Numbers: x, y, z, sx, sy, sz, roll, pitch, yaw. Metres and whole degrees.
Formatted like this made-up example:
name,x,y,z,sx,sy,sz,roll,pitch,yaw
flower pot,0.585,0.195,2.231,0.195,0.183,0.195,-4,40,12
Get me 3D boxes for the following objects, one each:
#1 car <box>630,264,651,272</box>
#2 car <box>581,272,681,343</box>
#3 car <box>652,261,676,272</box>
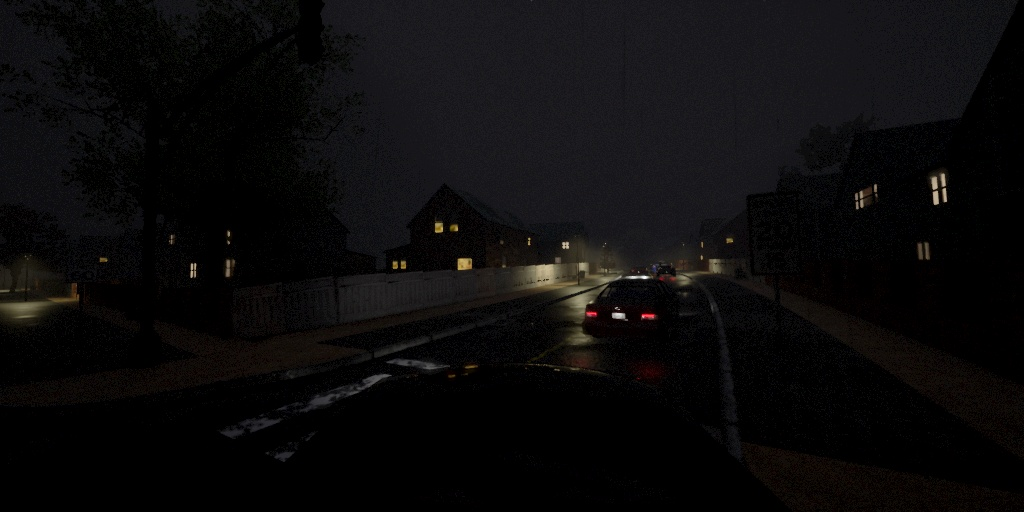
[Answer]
name,x,y,z,sx,sy,sz,roll,pitch,yaw
car,15.259,1.669,43.104,1.994,1.385,4.181,-2,-1,20
car,3.471,1.327,9.844,2.033,1.411,5.357,-3,-1,28
car,16.838,1.472,39.368,2.128,1.511,4.902,-2,-1,20
